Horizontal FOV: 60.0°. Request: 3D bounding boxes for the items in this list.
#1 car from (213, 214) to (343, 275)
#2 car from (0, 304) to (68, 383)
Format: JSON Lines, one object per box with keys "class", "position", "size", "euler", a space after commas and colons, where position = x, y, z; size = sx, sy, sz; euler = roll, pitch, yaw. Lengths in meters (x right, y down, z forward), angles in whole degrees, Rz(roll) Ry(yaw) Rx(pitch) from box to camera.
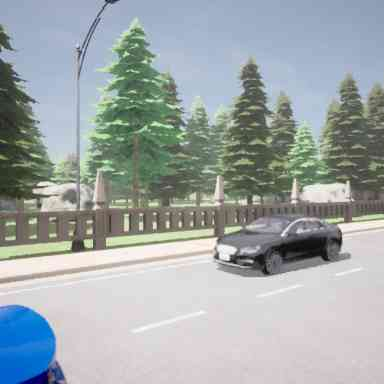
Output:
{"class": "car", "position": [2.845, 1.492, 10.498], "size": [4.902, 1.511, 2.128], "euler": [0, 0, -37]}
{"class": "car", "position": [-3.195, 1.478, 1.463], "size": [5.008, 1.535, 1.882], "euler": [0, 0, -39]}
